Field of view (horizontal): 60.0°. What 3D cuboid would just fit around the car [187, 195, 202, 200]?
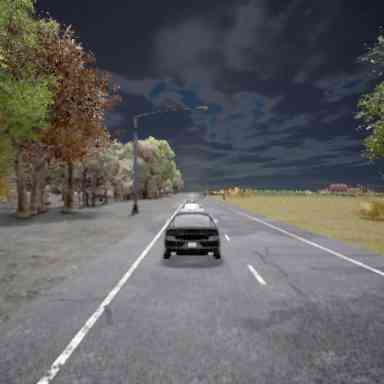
[{"bbox_3d":[0.007,1.547,49.838,2.033,1.411,5.357,0,0,0],"label":"car"}]

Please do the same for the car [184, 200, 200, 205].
[{"bbox_3d":[0.006,1.609,27.867,1.895,1.301,4.718,0,0,0],"label":"car"}]

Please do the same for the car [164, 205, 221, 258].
[{"bbox_3d":[0.004,1.483,12.745,1.882,1.535,5.008,0,0,0],"label":"car"}]
